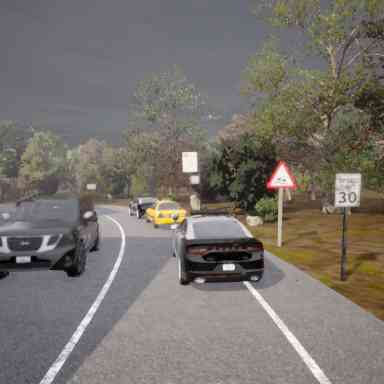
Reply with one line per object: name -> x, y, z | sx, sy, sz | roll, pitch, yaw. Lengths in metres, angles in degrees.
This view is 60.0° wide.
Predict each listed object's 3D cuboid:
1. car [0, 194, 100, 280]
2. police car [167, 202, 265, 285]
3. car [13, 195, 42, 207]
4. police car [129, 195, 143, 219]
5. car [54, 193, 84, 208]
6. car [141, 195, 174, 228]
car -> -4.171, 1.133, 10.167 | 2.150, 2.045, 5.566 | 0, 1, -8
police car -> 0.460, 1.301, 9.409 | 1.930, 1.638, 5.238 | -1, 1, -7
car -> -26.712, 1.485, 53.802 | 5.008, 1.535, 1.882 | -2, 3, 34
police car -> -3.603, 1.060, 25.589 | 1.930, 1.638, 5.238 | -2, 1, -21
car -> -16.492, 1.052, 44.550 | 2.097, 1.767, 4.553 | -5, 3, -42
car -> -1.613, 1.167, 19.726 | 1.801, 1.575, 5.366 | -2, 1, -16
